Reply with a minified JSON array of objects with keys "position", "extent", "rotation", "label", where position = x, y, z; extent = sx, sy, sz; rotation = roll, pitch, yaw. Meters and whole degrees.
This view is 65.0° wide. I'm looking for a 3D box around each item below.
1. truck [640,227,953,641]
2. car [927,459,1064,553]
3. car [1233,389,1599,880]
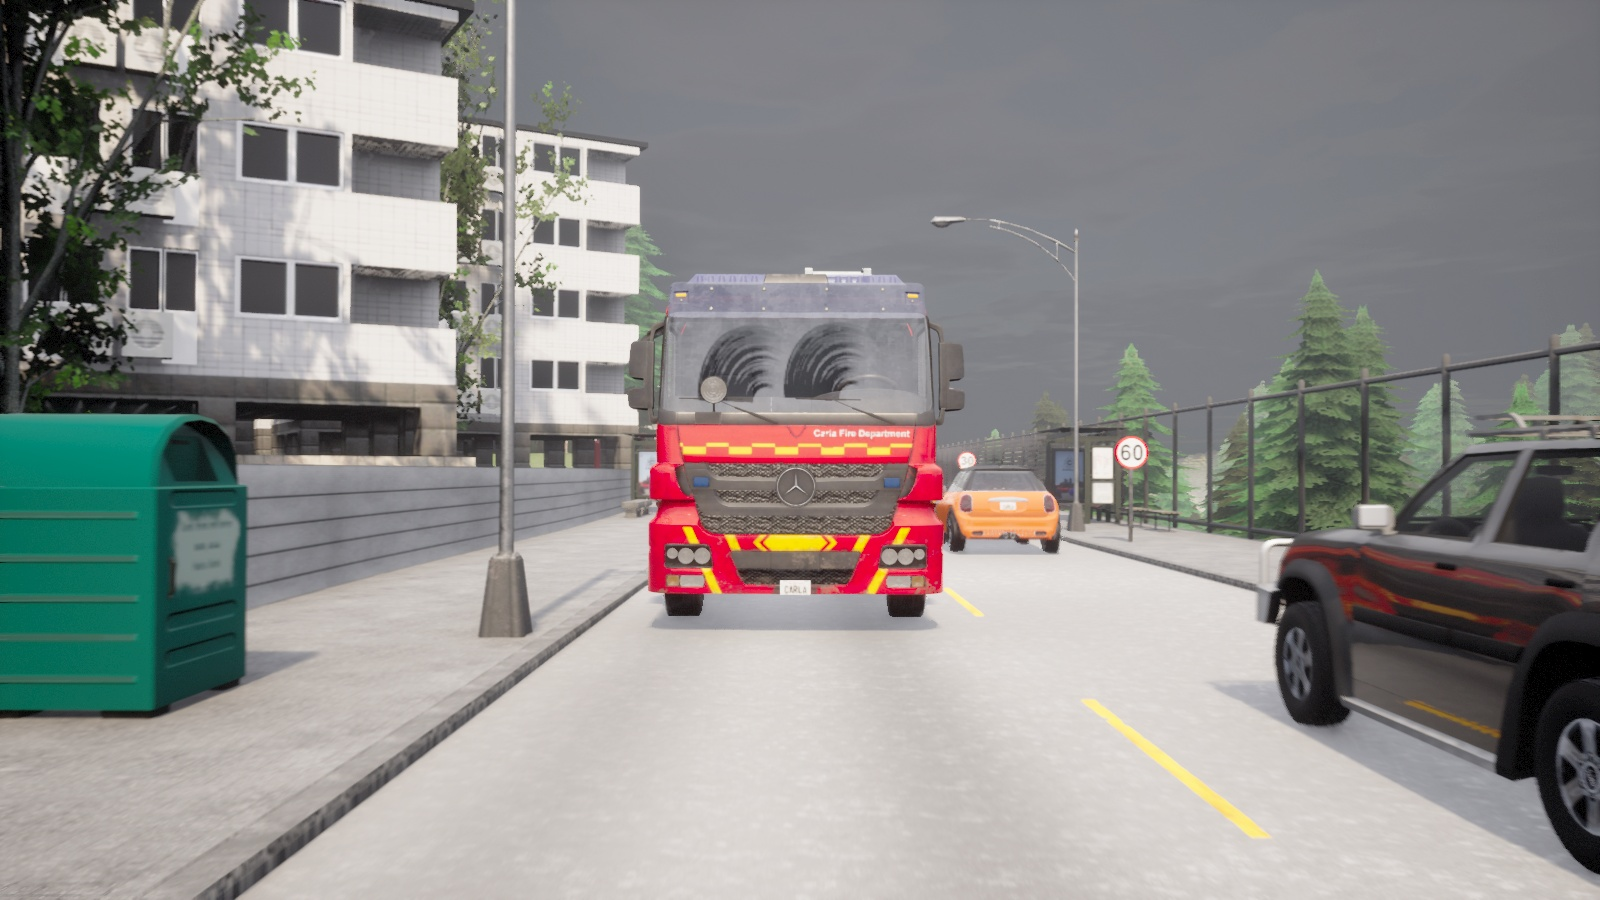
[{"position":[-0.046,-0.084,15.878],"extent":[2.891,3.827,8.468],"rotation":[0,-1,0],"label":"truck"},{"position":[3.931,1.092,26.027],"extent":[2.097,1.767,4.553],"rotation":[0,-1,0],"label":"car"},{"position":[3.981,0.723,6.410],"extent":[1.932,1.855,4.605],"rotation":[0,-1,0],"label":"car"}]
